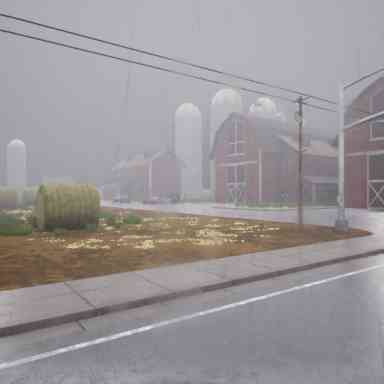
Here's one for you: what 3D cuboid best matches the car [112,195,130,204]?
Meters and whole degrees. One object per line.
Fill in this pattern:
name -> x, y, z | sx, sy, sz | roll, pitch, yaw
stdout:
car -> -13.738, 1.325, 64.023 | 2.097, 1.767, 4.553 | 0, 0, -37

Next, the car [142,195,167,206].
car -> -6.448, 1.448, 54.160 | 1.812, 1.442, 4.674 | -1, 0, -36

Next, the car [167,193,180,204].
car -> -3.967, 1.118, 57.661 | 3.866, 1.878, 1.905 | -2, 5, 11
